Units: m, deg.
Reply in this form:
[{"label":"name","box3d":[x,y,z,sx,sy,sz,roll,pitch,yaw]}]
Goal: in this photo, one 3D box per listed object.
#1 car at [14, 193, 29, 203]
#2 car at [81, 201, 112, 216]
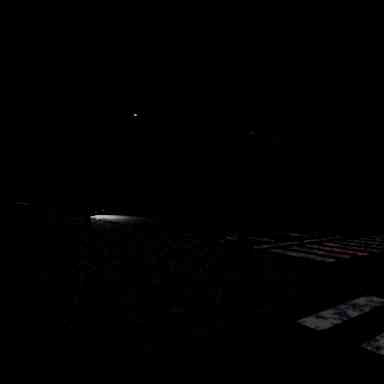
[{"label":"car","box3d":[-35.213,1.219,68.464,2.150,2.045,5.566,1,-1,-36]},{"label":"car","box3d":[-9.318,1.526,32.324,1.994,1.385,4.181,1,0,-36]}]
